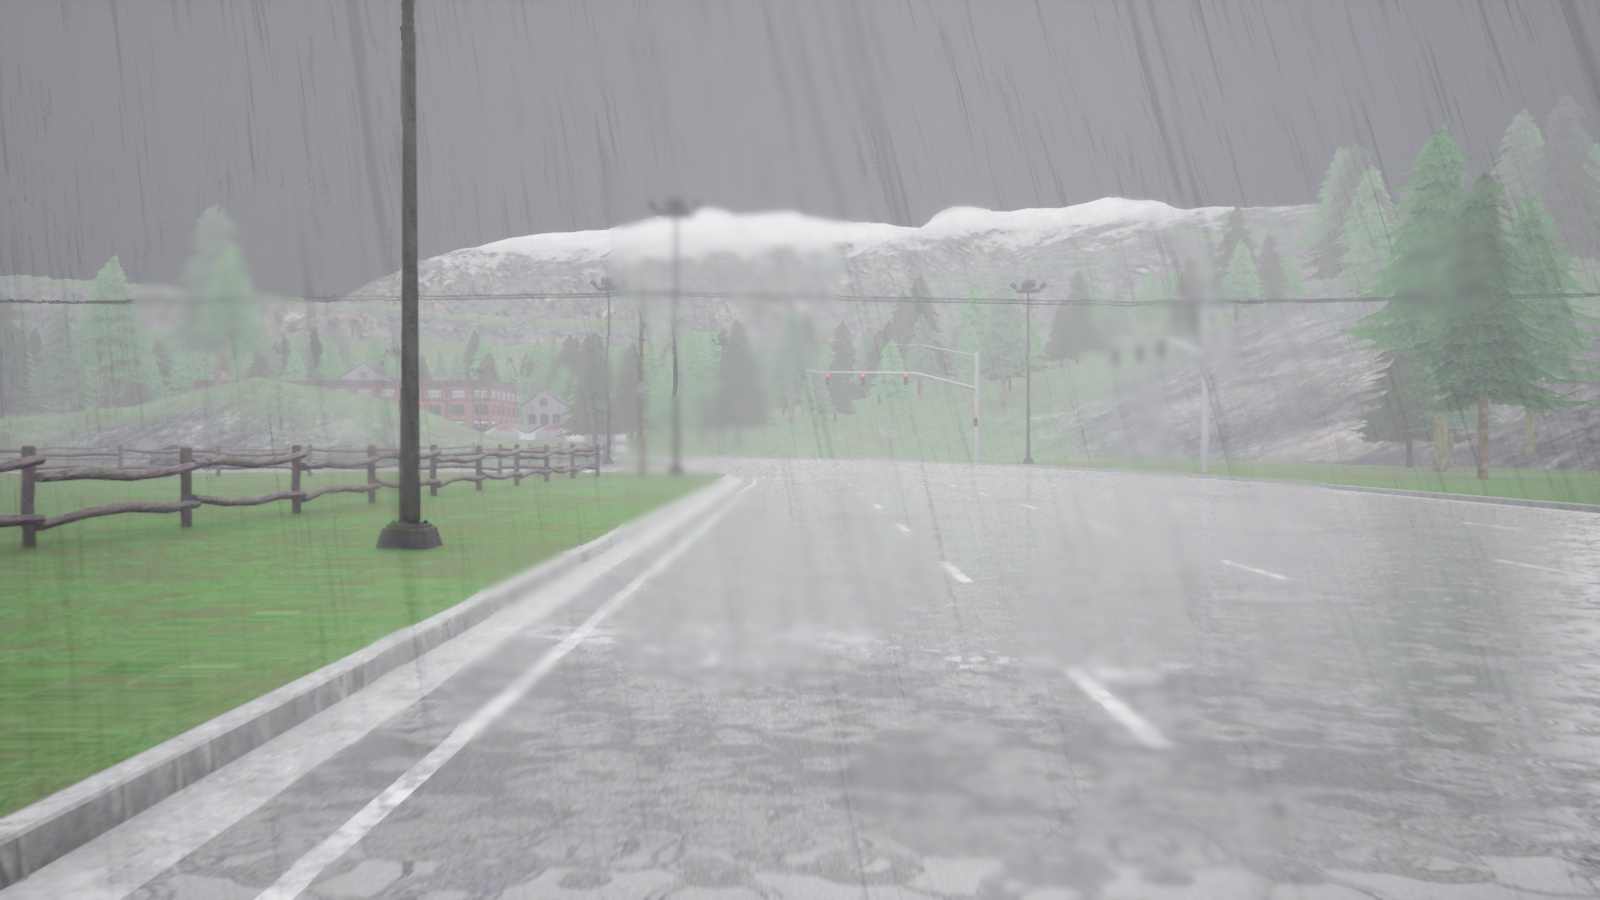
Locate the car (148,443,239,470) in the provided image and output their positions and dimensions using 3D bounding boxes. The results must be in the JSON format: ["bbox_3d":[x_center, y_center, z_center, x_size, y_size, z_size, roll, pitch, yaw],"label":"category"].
[{"bbox_3d":[-33.794,0.339,69.996,4.193,1.474,1.816,0,0,-1],"label":"car"}]
